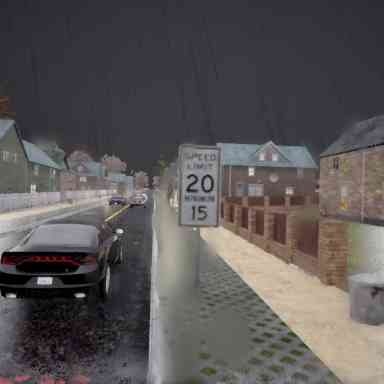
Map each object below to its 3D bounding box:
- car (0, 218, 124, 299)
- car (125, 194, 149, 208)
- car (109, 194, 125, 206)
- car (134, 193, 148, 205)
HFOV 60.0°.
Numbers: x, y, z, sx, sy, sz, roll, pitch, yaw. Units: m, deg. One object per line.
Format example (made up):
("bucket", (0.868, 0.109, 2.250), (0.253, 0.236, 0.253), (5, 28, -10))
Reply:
("car", (-2.825, 1.365, 8.230), (1.882, 1.535, 5.008), (2, 0, -6))
("car", (-6.199, 1.104, 38.659), (2.033, 1.411, 5.357), (2, 0, -6))
("car", (-9.498, 0.975, 42.905), (2.033, 1.411, 5.357), (2, 0, -6))
("car", (-7.336, 0.972, 48.291), (1.812, 1.442, 4.674), (2, 0, -6))
